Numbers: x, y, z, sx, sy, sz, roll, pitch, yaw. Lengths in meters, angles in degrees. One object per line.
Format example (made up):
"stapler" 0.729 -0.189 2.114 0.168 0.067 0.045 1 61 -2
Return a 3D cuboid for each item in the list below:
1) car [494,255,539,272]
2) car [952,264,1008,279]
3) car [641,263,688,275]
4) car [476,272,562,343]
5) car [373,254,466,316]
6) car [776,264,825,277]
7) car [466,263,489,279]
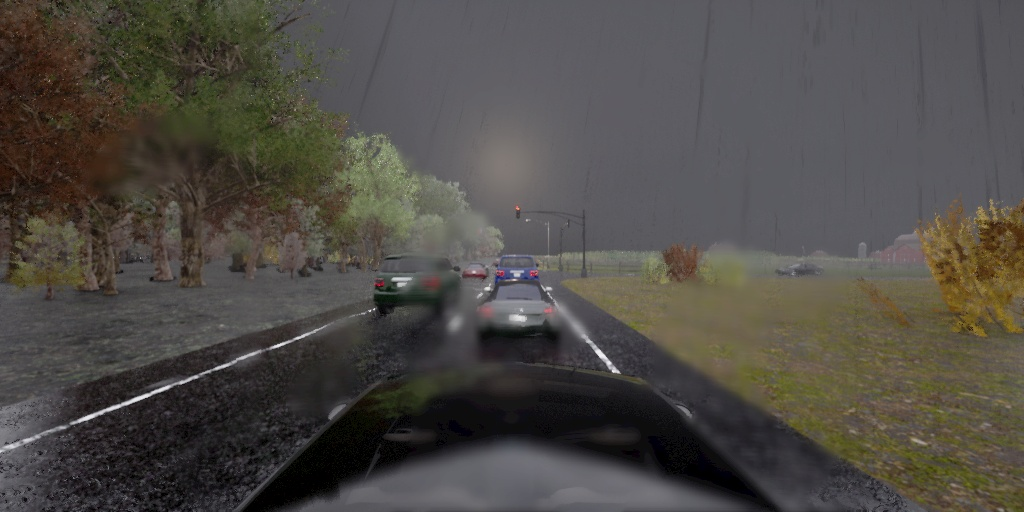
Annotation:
"car" 0.263 0.963 19.084 2.150 2.045 5.566 0 0 1
"car" 49.441 1.821 37.981 4.181 1.385 1.994 1 -1 2
"car" 17.904 1.518 42.076 5.357 1.411 2.033 1 -1 2
"car" 0.169 1.310 9.672 1.994 1.385 4.181 0 0 1
"car" -3.291 0.965 13.540 2.150 2.045 5.566 0 0 1
"car" 33.587 1.648 41.826 4.892 1.490 1.837 1 -1 1
"car" -3.118 1.300 31.585 1.994 1.385 4.181 0 0 1
